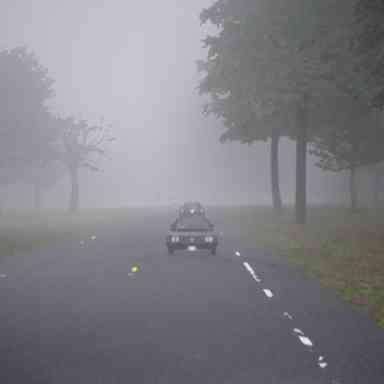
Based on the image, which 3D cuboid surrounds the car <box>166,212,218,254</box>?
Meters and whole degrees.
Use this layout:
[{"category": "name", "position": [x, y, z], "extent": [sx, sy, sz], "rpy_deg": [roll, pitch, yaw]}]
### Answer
[{"category": "car", "position": [0.011, 1.737, 14.077], "extent": [1.895, 1.301, 4.718], "rpy_deg": [0, -1, 0]}]

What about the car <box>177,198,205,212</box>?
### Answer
[{"category": "car", "position": [0.022, 1.638, 29.060], "extent": [2.097, 1.767, 4.553], "rpy_deg": [0, -1, 0]}]

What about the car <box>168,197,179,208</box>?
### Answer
[{"category": "car", "position": [-3.461, 1.979, 65.125], "extent": [2.150, 2.045, 5.566], "rpy_deg": [0, -1, 0]}]
